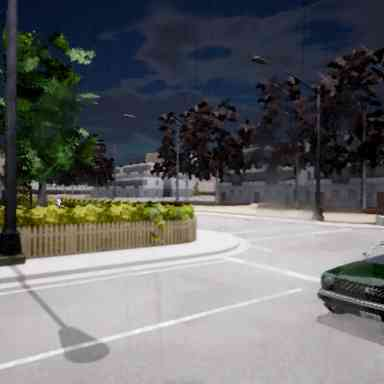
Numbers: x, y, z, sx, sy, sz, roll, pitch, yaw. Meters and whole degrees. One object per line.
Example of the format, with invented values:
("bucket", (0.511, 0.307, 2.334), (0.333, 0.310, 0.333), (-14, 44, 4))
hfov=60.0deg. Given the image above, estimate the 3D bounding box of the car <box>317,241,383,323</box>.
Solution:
("car", (4.476, 1.665, 6.627), (4.718, 1.301, 1.895), (1, -1, -40))
